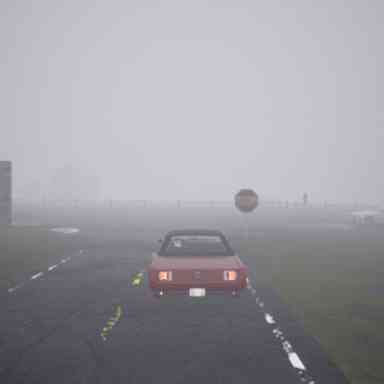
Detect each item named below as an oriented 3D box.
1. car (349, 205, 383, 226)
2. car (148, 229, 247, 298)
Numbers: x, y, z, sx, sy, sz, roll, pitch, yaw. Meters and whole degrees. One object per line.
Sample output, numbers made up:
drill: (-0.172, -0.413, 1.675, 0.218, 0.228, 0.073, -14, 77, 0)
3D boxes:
car: (14.023, 1.704, 24.350, 4.674, 1.442, 1.812, 1, -1, 0)
car: (0.066, 1.588, 8.449, 1.895, 1.301, 4.718, 0, 0, -1)
